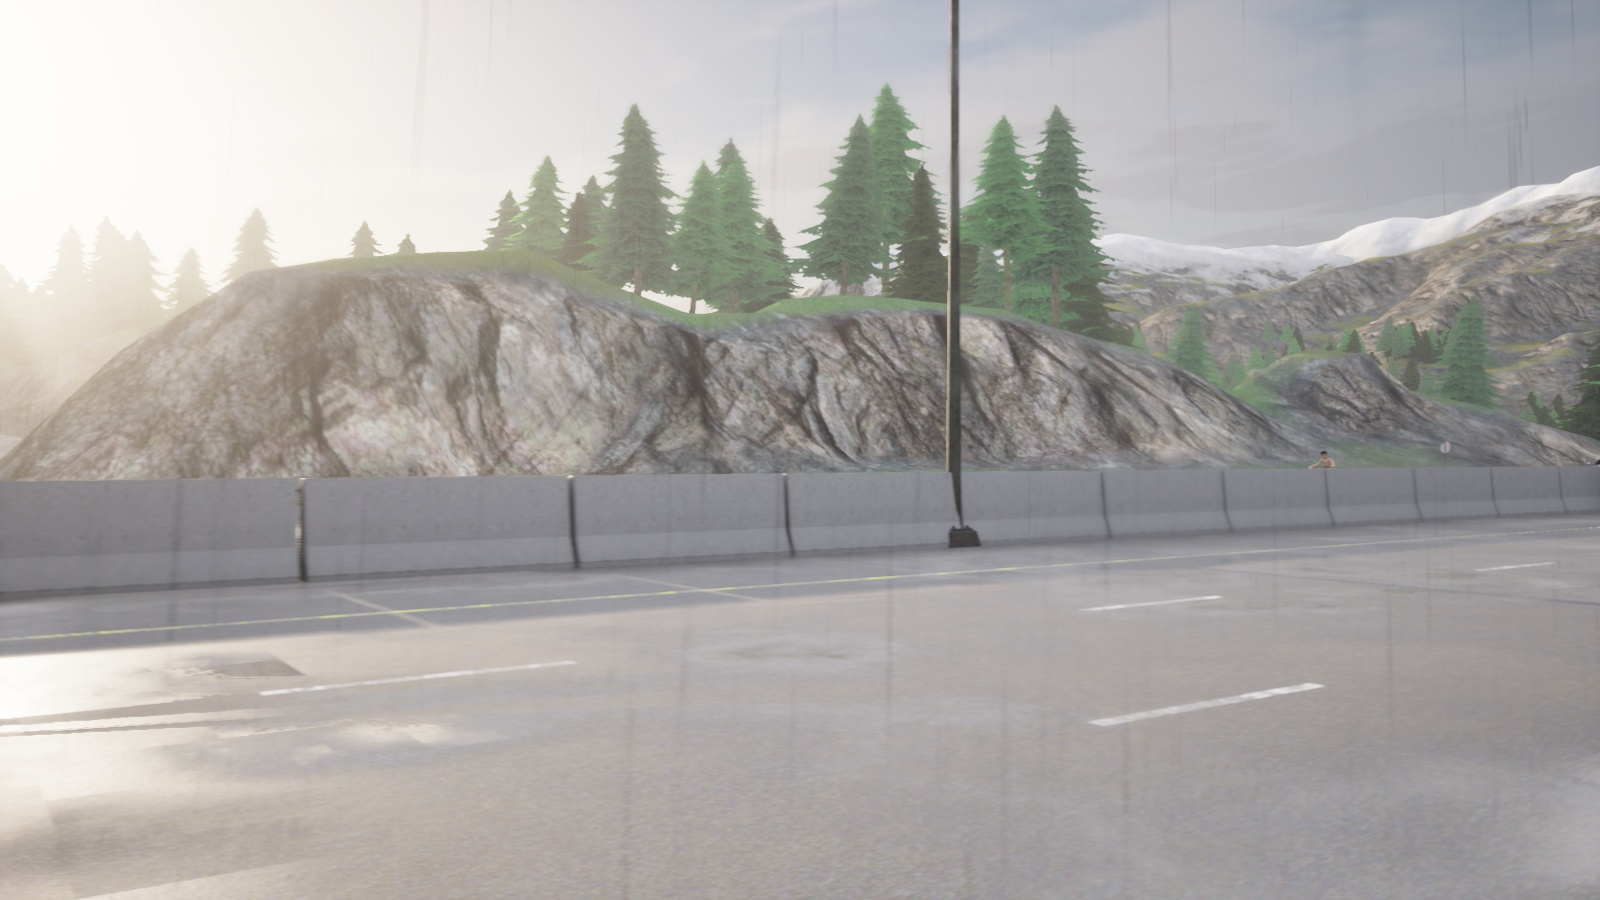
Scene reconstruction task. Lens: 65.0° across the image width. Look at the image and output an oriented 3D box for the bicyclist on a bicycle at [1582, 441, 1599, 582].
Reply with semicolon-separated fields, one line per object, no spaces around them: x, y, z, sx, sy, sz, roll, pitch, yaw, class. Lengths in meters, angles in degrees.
9.941;0.713;14.842;1.656;1.620;0.582;0;0;-35;bicyclist on a bicycle
